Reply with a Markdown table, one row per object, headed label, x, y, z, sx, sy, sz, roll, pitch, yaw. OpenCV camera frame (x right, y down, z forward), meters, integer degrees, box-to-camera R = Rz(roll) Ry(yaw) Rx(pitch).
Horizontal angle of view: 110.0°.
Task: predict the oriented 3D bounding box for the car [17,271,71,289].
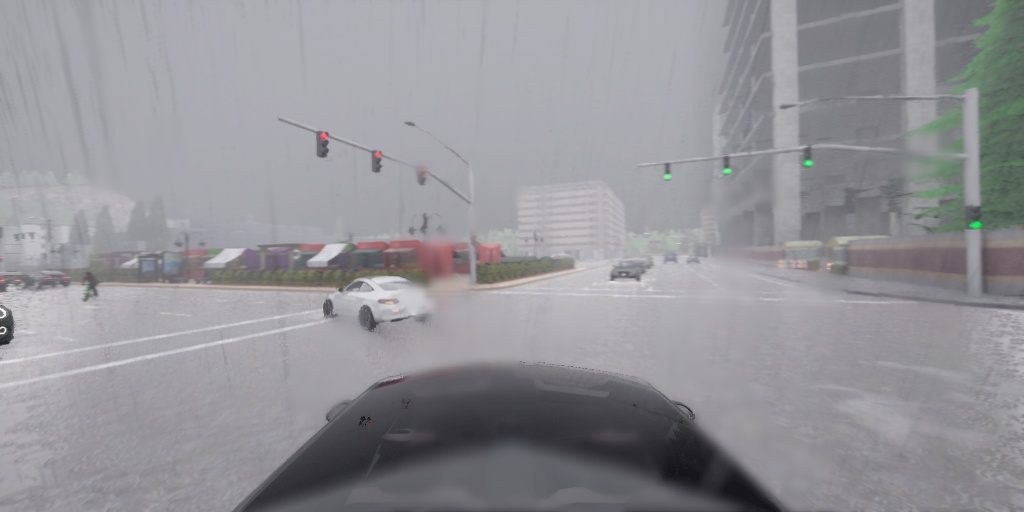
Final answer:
| label | x | y | z | sx | sy | sz | roll | pitch | yaw |
| --- | --- | --- | --- | --- | --- | --- | --- | --- | --- |
| car | -41.955 | 2.122 | 32.351 | 4.892 | 1.490 | 1.837 | -1 | 0 | 23 |

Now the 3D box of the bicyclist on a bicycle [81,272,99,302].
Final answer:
| label | x | y | z | sx | sy | sz | roll | pitch | yaw |
| --- | --- | --- | --- | --- | --- | --- | --- | --- | --- |
| bicyclist on a bicycle | -23.175 | 1.692 | 19.728 | 0.582 | 1.620 | 1.656 | -1 | 0 | -29 |

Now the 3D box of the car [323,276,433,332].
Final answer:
| label | x | y | z | sx | sy | sz | roll | pitch | yaw |
| --- | --- | --- | --- | --- | --- | --- | --- | --- | --- |
| car | -4.297 | 1.363 | 11.364 | 4.674 | 1.442 | 1.812 | -1 | 0 | 44 |

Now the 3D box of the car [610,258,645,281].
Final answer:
| label | x | y | z | sx | sy | sz | roll | pitch | yaw |
| --- | --- | --- | --- | --- | --- | --- | --- | --- | --- |
| car | 8.482 | 1.086 | 26.564 | 1.994 | 1.385 | 4.181 | -1 | 0 | 23 |

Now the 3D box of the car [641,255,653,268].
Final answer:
| label | x | y | z | sx | sy | sz | roll | pitch | yaw |
| --- | --- | --- | --- | --- | --- | --- | --- | --- | --- |
| car | 15.952 | 0.877 | 44.011 | 1.812 | 1.442 | 4.674 | -1 | 0 | 24 |

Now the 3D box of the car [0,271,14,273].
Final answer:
| label | x | y | z | sx | sy | sz | roll | pitch | yaw |
| --- | --- | --- | --- | --- | --- | --- | --- | --- | --- |
| car | -42.381 | 2.134 | 28.611 | 4.892 | 1.490 | 1.837 | -1 | 0 | 23 |

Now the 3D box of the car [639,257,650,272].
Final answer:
| label | x | y | z | sx | sy | sz | roll | pitch | yaw |
| --- | --- | --- | --- | --- | --- | --- | --- | --- | --- |
| car | 11.953 | 1.044 | 34.722 | 1.895 | 1.301 | 4.718 | -1 | 0 | 23 |

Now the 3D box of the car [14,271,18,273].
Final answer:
| label | x | y | z | sx | sy | sz | roll | pitch | yaw |
| --- | --- | --- | --- | --- | --- | --- | --- | --- | --- |
| car | -50.492 | 2.268 | 35.935 | 5.008 | 1.535 | 1.882 | -1 | 0 | 23 |

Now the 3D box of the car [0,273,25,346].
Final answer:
| label | x | y | z | sx | sy | sz | roll | pitch | yaw |
| --- | --- | --- | --- | --- | --- | --- | --- | --- | --- |
| car | -14.623 | 1.424 | 8.834 | 4.553 | 1.767 | 2.097 | -1 | 0 | 24 |
